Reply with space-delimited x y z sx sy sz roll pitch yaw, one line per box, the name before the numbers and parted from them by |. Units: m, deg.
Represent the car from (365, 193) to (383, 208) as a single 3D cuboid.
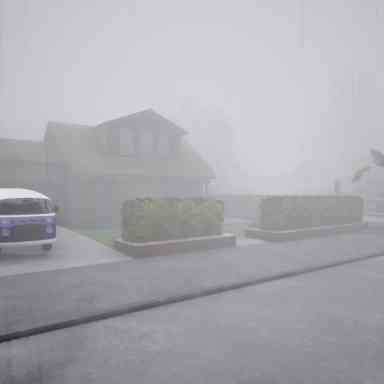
car | 23.154 0.985 40.320 3.866 1.878 1.905 0 0 0
